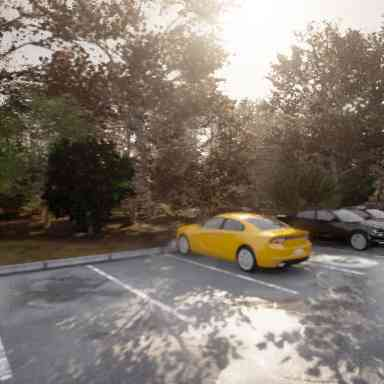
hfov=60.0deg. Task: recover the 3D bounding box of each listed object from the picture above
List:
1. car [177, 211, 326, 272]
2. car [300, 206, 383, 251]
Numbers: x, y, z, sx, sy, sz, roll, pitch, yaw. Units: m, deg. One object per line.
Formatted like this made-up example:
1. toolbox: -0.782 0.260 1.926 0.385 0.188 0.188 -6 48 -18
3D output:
1. car: 1.398 1.425 10.804 2.097 1.535 5.008 -1 0 -36
2. car: 5.923 1.399 14.050 2.097 1.535 5.008 0 0 -36
